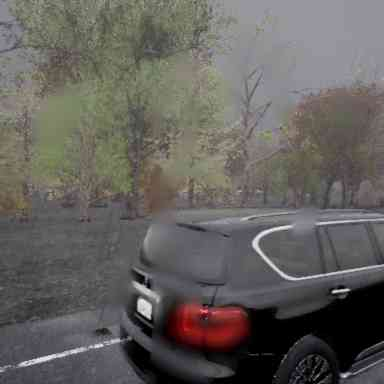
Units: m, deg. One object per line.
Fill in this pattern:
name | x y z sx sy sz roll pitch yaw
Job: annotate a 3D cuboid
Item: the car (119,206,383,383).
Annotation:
car | 1.778 1.223 4.714 5.566 2.045 2.150 0 0 -33
